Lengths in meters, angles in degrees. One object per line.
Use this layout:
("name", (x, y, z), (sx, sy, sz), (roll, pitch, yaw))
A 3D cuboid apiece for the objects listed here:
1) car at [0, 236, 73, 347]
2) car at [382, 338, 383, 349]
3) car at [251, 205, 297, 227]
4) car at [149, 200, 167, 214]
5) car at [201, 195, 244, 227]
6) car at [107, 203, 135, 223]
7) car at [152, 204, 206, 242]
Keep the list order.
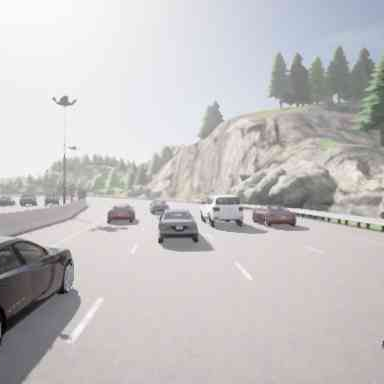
("car", (-3.609, 1.488, 5.741), (1.882, 1.535, 5.008), (0, 0, -2))
("car", (3.469, 1.558, 2.598), (1.994, 1.385, 4.181), (0, 0, -1))
("car", (5.514, 1.566, 22.881), (1.994, 1.385, 4.181), (0, 0, -7))
("car", (-3.533, 1.575, 35.464), (2.033, 1.411, 5.357), (0, 0, -11))
("car", (1.978, 1.231, 23.247), (2.150, 2.045, 5.566), (0, 0, -7))
("car", (-5.537, 1.590, 26.293), (1.994, 1.385, 4.181), (0, 0, -8))
("car", (-0.778, 1.559, 16.482), (2.033, 1.411, 5.357), (0, 0, -6))
